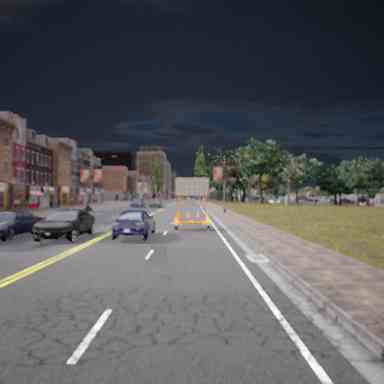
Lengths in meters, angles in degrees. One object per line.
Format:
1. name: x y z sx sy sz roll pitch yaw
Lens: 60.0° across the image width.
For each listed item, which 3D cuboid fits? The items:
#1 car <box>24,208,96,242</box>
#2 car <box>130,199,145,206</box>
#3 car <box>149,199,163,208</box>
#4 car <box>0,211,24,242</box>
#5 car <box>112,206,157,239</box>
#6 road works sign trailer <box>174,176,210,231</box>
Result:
1. car: -6.591 1.671 17.688 1.882 1.535 5.008 0 -1 0
2. car: -9.768 1.984 59.806 2.097 1.767 4.553 0 -1 1
3. car: -6.517 1.984 59.804 2.097 1.767 4.553 0 -1 1
4. car: -9.841 1.744 17.953 2.033 1.411 5.357 0 -1 0
5. car: -3.141 1.726 18.352 1.812 1.442 4.674 0 -1 0
6. road works sign trailer: 0.011 0.708 22.305 2.380 3.560 2.880 0 -1 0
